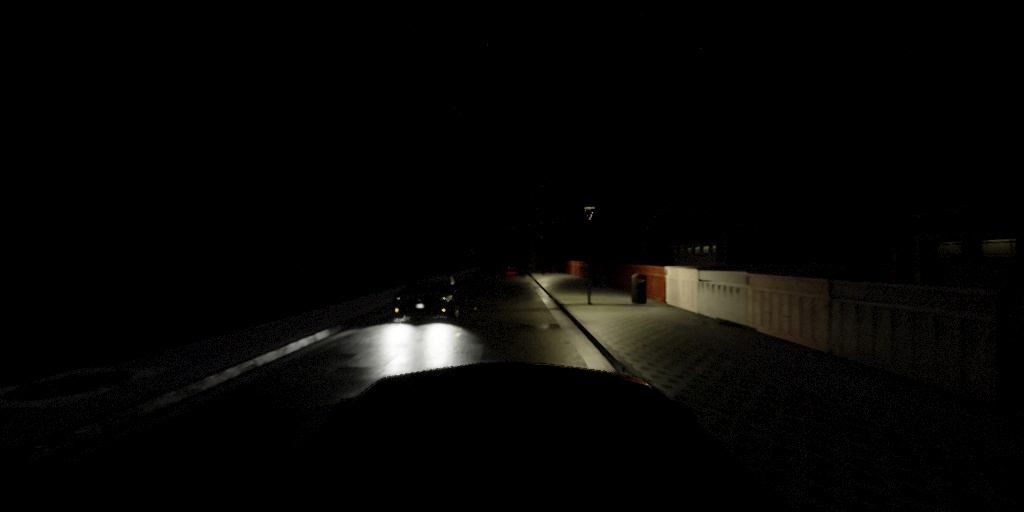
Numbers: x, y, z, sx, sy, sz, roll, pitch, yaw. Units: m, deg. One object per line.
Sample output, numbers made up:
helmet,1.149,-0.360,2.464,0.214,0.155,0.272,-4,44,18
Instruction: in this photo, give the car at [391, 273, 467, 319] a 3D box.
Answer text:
car,-2.754,1.313,12.736,1.994,1.385,4.181,0,0,0

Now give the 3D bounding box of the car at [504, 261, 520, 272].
car,0.004,1.364,49.505,1.837,1.490,4.892,0,0,0
